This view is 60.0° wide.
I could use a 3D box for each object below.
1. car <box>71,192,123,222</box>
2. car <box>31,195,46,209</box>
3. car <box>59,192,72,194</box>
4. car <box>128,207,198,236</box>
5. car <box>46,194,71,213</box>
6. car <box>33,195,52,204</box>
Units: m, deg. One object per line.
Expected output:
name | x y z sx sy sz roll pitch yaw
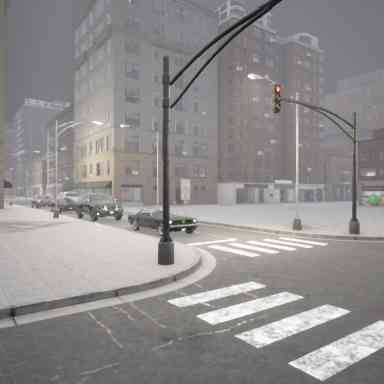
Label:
car | -7.341 1.102 26.032 2.150 2.045 5.566 0 0 -35
car | -19.118 1.139 42.622 2.097 1.767 4.553 0 0 -35
car | -16.711 1.010 44.245 2.150 2.045 5.566 0 0 -35
car | -1.694 1.527 18.128 1.895 1.301 4.718 0 0 -36
car | -13.213 1.311 34.287 1.882 1.535 5.008 0 0 -36
car | -25.467 1.269 56.518 2.033 1.411 5.357 0 0 -35
